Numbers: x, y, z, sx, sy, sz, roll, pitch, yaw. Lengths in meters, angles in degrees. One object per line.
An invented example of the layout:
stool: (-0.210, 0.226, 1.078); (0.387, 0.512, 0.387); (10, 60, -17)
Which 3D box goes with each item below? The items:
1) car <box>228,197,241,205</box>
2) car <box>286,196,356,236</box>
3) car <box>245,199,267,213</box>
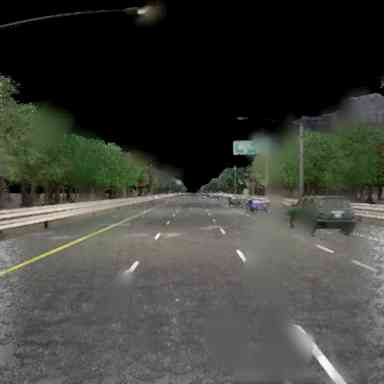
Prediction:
car: (7.143, 1.499, 56.581); (1.812, 1.442, 4.674); (0, 0, 0)
car: (7.010, 1.221, 18.648); (2.150, 2.045, 5.566); (0, 0, 0)
car: (7.056, 1.523, 36.745); (1.812, 1.442, 4.674); (0, 0, 0)
